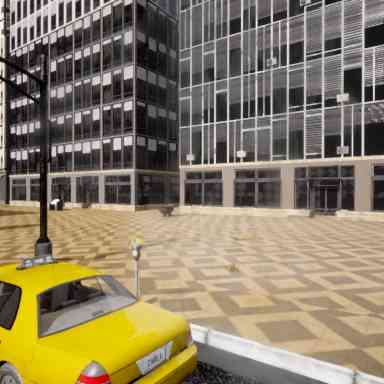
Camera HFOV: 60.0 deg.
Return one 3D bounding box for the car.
[{"bbox_3d":[-2.218,1.525,4.472,4.829,1.417,1.752,0,0,36],"label":"car"}]
